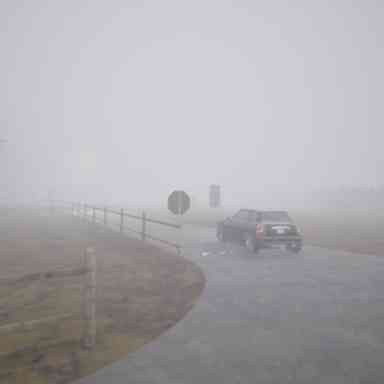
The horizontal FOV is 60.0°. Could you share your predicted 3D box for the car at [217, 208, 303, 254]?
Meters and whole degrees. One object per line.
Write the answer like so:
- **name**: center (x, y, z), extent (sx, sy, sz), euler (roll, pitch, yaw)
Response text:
- **car**: center (2.719, 1.474, 14.337), extent (2.097, 1.767, 4.553), euler (2, -1, -16)
